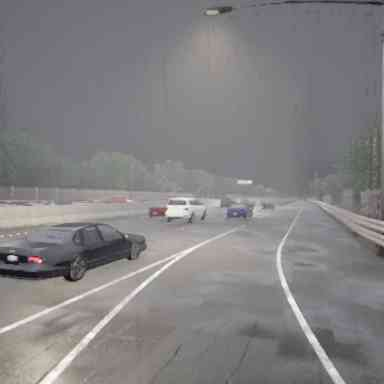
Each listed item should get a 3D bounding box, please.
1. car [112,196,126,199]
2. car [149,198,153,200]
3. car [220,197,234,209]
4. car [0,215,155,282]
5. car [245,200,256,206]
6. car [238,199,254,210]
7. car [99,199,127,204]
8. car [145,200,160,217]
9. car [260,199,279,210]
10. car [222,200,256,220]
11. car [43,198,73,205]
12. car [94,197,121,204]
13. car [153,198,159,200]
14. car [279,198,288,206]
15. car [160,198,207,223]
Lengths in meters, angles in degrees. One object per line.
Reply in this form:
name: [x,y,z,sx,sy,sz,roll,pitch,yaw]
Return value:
car: [-14.444,1.805,63.267,2.150,2.045,5.566,0,-1,19]
car: [-7.374,2.004,62.313,2.097,1.767,4.553,0,-1,19]
car: [6.583,2.001,59.797,2.150,2.045,5.566,0,-1,19]
car: [-3.328,1.623,10.100,2.033,1.411,5.357,0,-1,19]
car: [14.850,2.726,83.865,2.033,1.411,5.357,0,-1,19]
car: [9.298,2.127,56.940,2.097,1.767,4.553,0,-1,19]
car: [-9.981,1.970,44.288,1.994,1.385,4.181,0,-1,19]
car: [-2.625,1.836,33.272,1.882,1.535,5.008,0,-1,19]
car: [13.725,2.330,59.045,1.882,1.535,5.008,0,-1,19]
car: [4.820,1.921,33.363,1.882,1.535,5.008,0,-1,19]
car: [-19.593,1.701,48.534,2.097,1.767,4.553,0,-1,20]
car: [-12.591,1.918,47.370,1.837,1.490,4.892,0,-1,20]
car: [-4.589,2.145,59.691,2.128,1.511,4.902,0,-1,20]
car: [22.834,2.856,85.574,1.994,1.385,4.181,0,-1,19]
car: [-0.430,1.553,28.947,2.150,2.045,5.566,0,-1,19]
